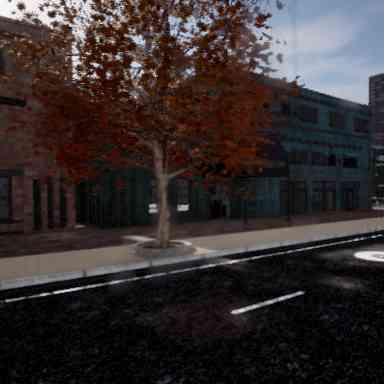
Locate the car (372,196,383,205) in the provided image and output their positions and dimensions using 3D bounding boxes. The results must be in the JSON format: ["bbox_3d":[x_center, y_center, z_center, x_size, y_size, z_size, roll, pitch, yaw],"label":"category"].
[{"bbox_3d":[31.202,1.468,57.666,2.008,1.369,4.403,-2,0,-36],"label":"car"}]
